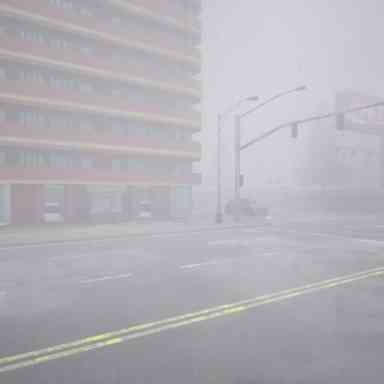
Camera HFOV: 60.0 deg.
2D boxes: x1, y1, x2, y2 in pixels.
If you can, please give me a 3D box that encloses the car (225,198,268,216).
[{"bbox_3d":[5.272,1.352,32.413,2.097,1.767,4.553,0,0,-34],"label":"car"}]
